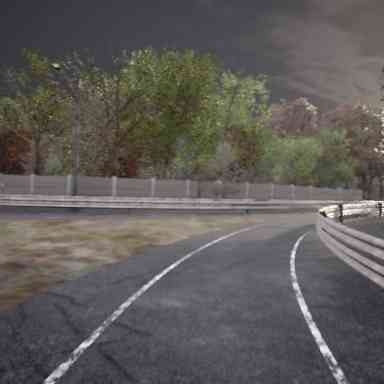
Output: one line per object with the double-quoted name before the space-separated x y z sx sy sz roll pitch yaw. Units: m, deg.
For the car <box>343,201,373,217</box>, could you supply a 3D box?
"car" 17.026 1.683 34.241 4.892 1.490 1.837 1 0 -43
